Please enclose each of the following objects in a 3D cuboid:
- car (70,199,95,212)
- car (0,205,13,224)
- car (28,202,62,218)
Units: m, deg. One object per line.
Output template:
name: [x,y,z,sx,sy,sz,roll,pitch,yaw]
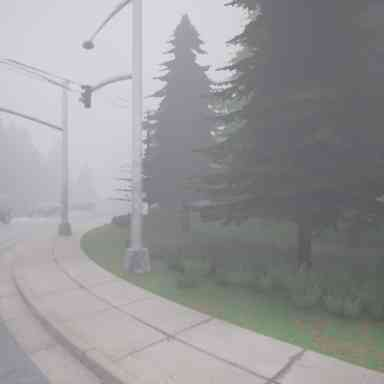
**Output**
car: [-14.298,1.725,43.630,1.882,1.535,5.008,0,0,1]
car: [-14.417,1.615,23.095,2.128,1.511,4.902,0,0,-1]
car: [-14.409,1.710,33.138,1.812,1.442,4.674,0,0,1]
